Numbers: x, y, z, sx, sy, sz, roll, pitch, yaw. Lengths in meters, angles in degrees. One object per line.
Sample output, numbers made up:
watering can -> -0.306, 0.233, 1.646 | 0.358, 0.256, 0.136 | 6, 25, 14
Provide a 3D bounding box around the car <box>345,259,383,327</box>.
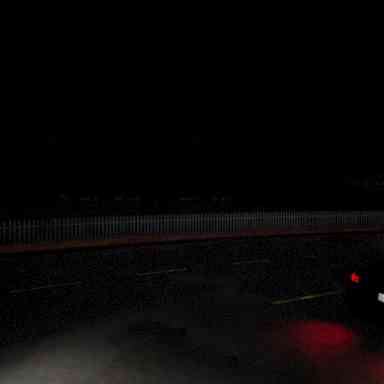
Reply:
car -> 4.746, 1.564, 5.745 | 4.181, 1.385, 1.994 | 0, 0, -24
